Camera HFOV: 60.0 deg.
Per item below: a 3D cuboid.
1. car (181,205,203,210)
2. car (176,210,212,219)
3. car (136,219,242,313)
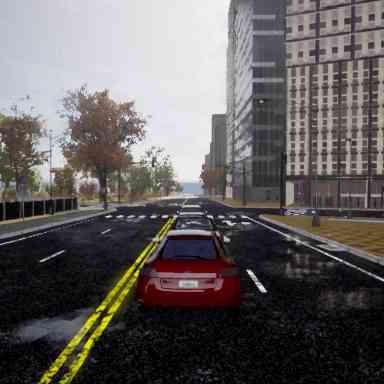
[{"bbox_3d":[-0.005,1.544,21.255,2.033,1.411,5.357,0,0,0],"label":"car"},{"bbox_3d":[0.076,1.597,13.015,1.895,1.301,4.718,0,0,0],"label":"car"},{"bbox_3d":[-0.022,1.561,7.767,1.994,1.385,4.181,0,0,1],"label":"car"}]
